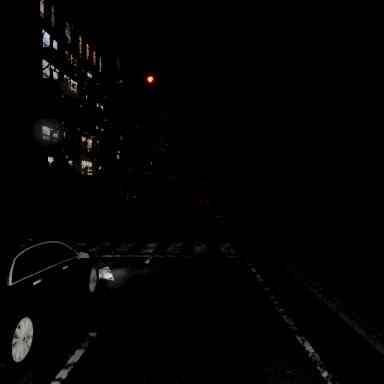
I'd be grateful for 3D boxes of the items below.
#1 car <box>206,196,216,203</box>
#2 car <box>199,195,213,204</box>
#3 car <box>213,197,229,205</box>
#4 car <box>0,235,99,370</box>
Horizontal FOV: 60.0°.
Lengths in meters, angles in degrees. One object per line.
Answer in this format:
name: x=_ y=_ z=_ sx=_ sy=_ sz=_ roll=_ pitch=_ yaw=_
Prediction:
car: x=4.613 y=1.802 z=79.107 sx=1.837 sy=1.490 sz=4.892 roll=0 pitch=0 yaw=11
car: x=2.697 y=1.578 z=67.713 sx=2.097 sy=1.767 sz=4.553 roll=0 pitch=0 yaw=8
car: x=5.864 y=1.727 z=67.004 sx=1.837 sy=1.490 sz=4.892 roll=0 pitch=-1 yaw=9
car: x=-3.047 y=1.507 z=5.679 sx=1.837 sy=1.490 sz=4.892 roll=0 pitch=0 yaw=1
